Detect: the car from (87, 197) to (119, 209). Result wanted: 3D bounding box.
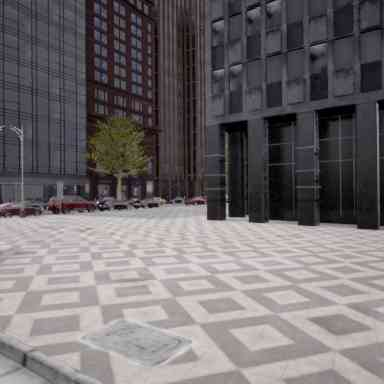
[{"bbox_3d":[-12.781,1.485,48.039,1.967,1.590,4.097,-1,0,35],"label":"car"}]

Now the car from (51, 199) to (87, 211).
[{"bbox_3d":[-15.974,1.643,43.393,1.802,1.307,4.206,-1,0,35],"label":"car"}]

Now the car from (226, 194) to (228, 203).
[{"bbox_3d":[3.825,1.223,57.145,2.192,1.841,5.009,-1,0,35],"label":"car"}]

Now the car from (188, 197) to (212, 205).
[{"bbox_3d":[1.477,1.540,58.265,1.895,1.301,4.718,-1,0,34],"label":"car"}]

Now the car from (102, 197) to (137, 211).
[{"bbox_3d":[-8.952,1.525,38.559,1.947,1.339,4.313,-1,0,35],"label":"car"}]

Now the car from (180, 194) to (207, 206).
[{"bbox_3d":[0.632,1.463,52.498,1.887,1.381,4.507,-1,0,35],"label":"car"}]

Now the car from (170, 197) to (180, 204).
[{"bbox_3d":[-3.193,1.575,61.980,1.947,1.339,4.313,-1,0,35],"label":"car"}]

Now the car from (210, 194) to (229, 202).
[{"bbox_3d":[6.392,1.297,75.922,2.192,1.841,5.009,-1,0,35],"label":"car"}]

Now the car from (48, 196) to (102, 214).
[{"bbox_3d":[-12.149,1.291,33.914,2.192,1.841,5.009,-1,0,35],"label":"car"}]

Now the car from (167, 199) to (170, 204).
[{"bbox_3d":[-6.485,1.545,57.192,1.752,1.417,4.829,-1,0,35],"label":"car"}]

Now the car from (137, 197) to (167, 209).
[{"bbox_3d":[-5.758,1.510,43.205,1.947,1.339,4.313,-1,0,35],"label":"car"}]

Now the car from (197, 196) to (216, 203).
[{"bbox_3d":[3.198,1.536,71.274,1.887,1.381,4.507,-1,0,35],"label":"car"}]

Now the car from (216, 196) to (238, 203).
[{"bbox_3d":[7.138,1.470,66.496,2.033,1.411,5.357,-1,0,35],"label":"car"}]

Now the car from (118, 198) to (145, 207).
[{"bbox_3d":[-9.583,1.614,52.686,1.802,1.307,4.206,-1,0,35],"label":"car"}]

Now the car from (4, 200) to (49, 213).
[{"bbox_3d":[-19.169,1.643,38.746,1.947,1.339,4.313,-1,0,35],"label":"car"}]

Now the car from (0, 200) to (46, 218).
[{"bbox_3d":[-15.342,1.577,29.267,1.802,1.307,4.206,-1,0,35],"label":"car"}]

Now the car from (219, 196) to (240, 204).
[{"bbox_3d":[7.022,1.464,61.790,1.947,1.339,4.313,-1,0,35],"label":"car"}]
